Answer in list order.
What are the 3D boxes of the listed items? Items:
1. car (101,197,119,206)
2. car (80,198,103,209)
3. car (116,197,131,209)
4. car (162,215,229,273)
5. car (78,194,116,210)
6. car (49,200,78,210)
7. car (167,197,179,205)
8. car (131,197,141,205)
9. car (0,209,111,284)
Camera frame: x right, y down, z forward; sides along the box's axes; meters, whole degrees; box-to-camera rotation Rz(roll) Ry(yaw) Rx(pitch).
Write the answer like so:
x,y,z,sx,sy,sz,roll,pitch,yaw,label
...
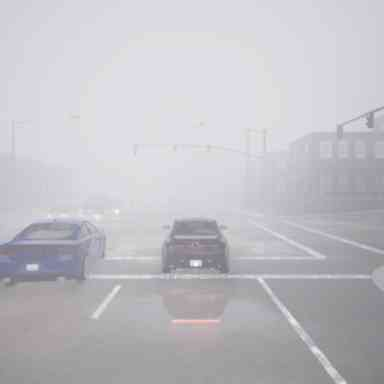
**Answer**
x,y,z,sx,sy,sz,roll,pitch,yaw,label
-14.028,1.602,57.063,1.812,1.442,4.674,0,0,1,car
-14.079,1.627,46.769,1.994,1.385,4.181,0,0,0,car
-10.578,1.555,47.474,2.128,1.511,4.902,0,0,0,car
0.099,1.521,10.757,1.837,1.490,4.892,0,0,0,car
-10.586,1.272,37.507,2.150,2.045,5.566,0,0,0,car
-14.080,1.575,36.812,1.812,1.442,4.674,0,0,0,car
-3.384,1.557,59.451,1.882,1.535,5.008,0,0,0,car
-10.504,1.558,60.204,1.882,1.535,5.008,0,0,1,car
-3.748,1.491,9.731,1.882,1.535,5.008,0,0,-6,car
